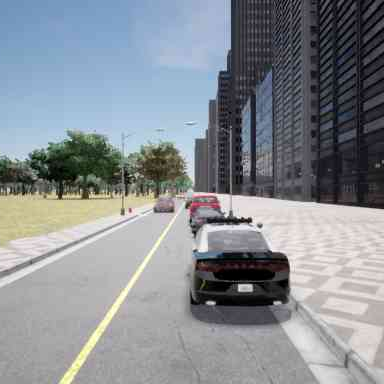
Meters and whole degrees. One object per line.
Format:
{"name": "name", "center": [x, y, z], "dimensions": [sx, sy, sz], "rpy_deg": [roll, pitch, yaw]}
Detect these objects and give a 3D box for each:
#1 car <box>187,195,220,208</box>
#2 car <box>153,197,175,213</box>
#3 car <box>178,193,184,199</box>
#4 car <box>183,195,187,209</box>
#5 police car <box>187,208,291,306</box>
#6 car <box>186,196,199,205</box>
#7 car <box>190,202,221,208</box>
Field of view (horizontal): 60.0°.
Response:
{"name": "car", "center": [0.915, 1.213, 24.152], "dimensions": [2.150, 2.045, 5.566], "rpy_deg": [0, 0, 0]}
{"name": "car", "center": [-2.976, 1.324, 36.165], "dimensions": [2.097, 1.767, 4.553], "rpy_deg": [0, 0, 0]}
{"name": "car", "center": [-2.939, 1.166, 94.295], "dimensions": [2.097, 1.767, 4.553], "rpy_deg": [0, 0, 0]}
{"name": "car", "center": [0.055, 1.461, 44.989], "dimensions": [1.837, 1.490, 4.892], "rpy_deg": [0, 0, 1]}
{"name": "police car", "center": [0.907, 1.425, 8.230], "dimensions": [1.930, 1.638, 5.238], "rpy_deg": [0, 0, 0]}
{"name": "car", "center": [0.039, 1.421, 58.028], "dimensions": [2.128, 1.511, 4.902], "rpy_deg": [0, 0, 0]}
{"name": "car", "center": [0.913, 1.521, 18.121], "dimensions": [1.812, 1.442, 4.674], "rpy_deg": [0, 0, 0]}
